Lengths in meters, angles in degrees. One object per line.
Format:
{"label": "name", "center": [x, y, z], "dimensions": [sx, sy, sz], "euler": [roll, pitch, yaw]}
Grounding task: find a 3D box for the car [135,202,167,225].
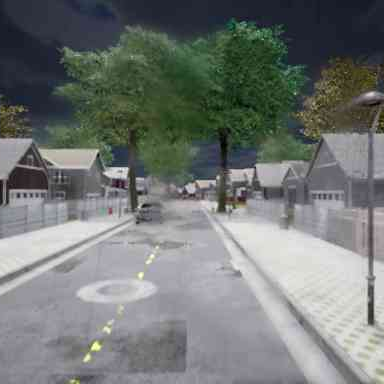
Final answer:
{"label": "car", "center": [-2.825, 1.470, 23.640], "dimensions": [1.837, 1.490, 4.892], "euler": [0, 0, 0]}
